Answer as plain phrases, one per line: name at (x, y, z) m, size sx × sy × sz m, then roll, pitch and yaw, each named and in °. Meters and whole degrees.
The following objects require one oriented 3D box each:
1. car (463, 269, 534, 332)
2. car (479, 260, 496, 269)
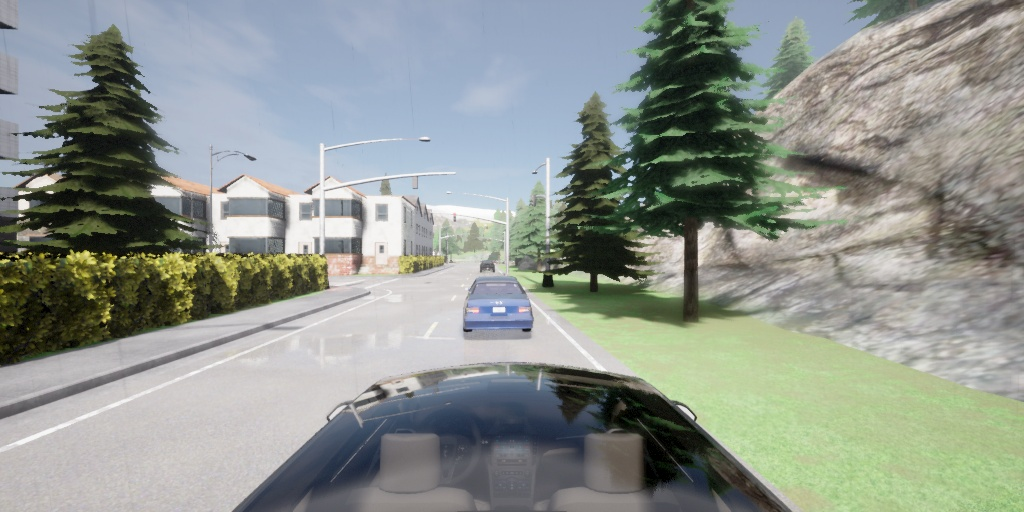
car at (-0.483, 1.297, 10.840) m, size 2.033 × 1.411 × 5.357 m, roll 0°, pitch 0°, yaw -4°
car at (-3.099, 1.255, 44.956) m, size 1.837 × 1.490 × 4.892 m, roll 0°, pitch 0°, yaw -5°
